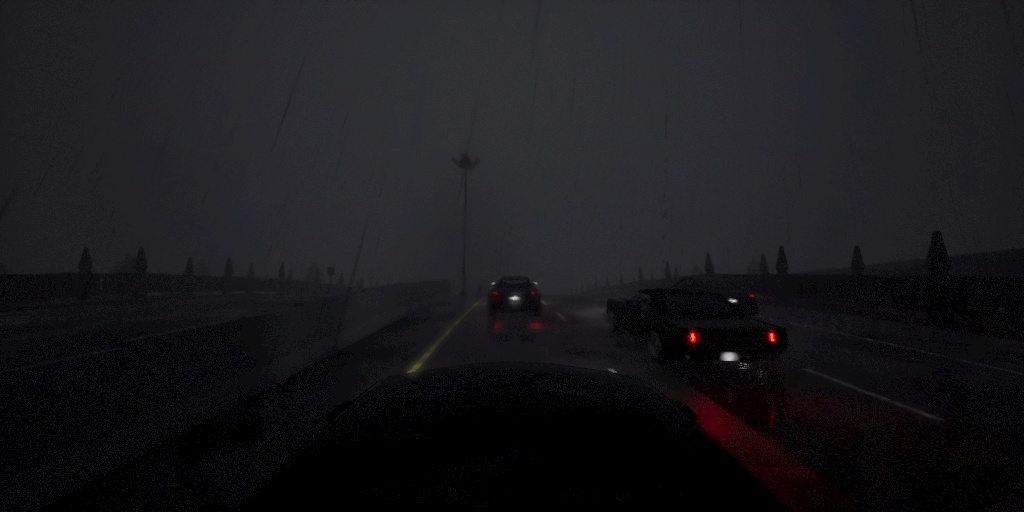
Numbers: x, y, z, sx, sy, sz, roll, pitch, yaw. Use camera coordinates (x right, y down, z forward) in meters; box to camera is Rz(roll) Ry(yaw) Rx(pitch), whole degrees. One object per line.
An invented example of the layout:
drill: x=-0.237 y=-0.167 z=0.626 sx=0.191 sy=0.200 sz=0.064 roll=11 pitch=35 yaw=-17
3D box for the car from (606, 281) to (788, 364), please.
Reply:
car: x=3.605 y=1.399 z=8.160 sx=1.895 sy=1.301 sz=4.718 roll=0 pitch=-1 yaw=0

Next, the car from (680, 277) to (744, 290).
car: x=7.107 y=1.486 z=13.500 sx=1.994 sy=1.385 sz=4.181 roll=0 pitch=-2 yaw=0

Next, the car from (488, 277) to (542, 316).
car: x=0.108 y=1.517 z=14.358 sx=1.994 sy=1.385 sz=4.181 roll=0 pitch=-2 yaw=0
